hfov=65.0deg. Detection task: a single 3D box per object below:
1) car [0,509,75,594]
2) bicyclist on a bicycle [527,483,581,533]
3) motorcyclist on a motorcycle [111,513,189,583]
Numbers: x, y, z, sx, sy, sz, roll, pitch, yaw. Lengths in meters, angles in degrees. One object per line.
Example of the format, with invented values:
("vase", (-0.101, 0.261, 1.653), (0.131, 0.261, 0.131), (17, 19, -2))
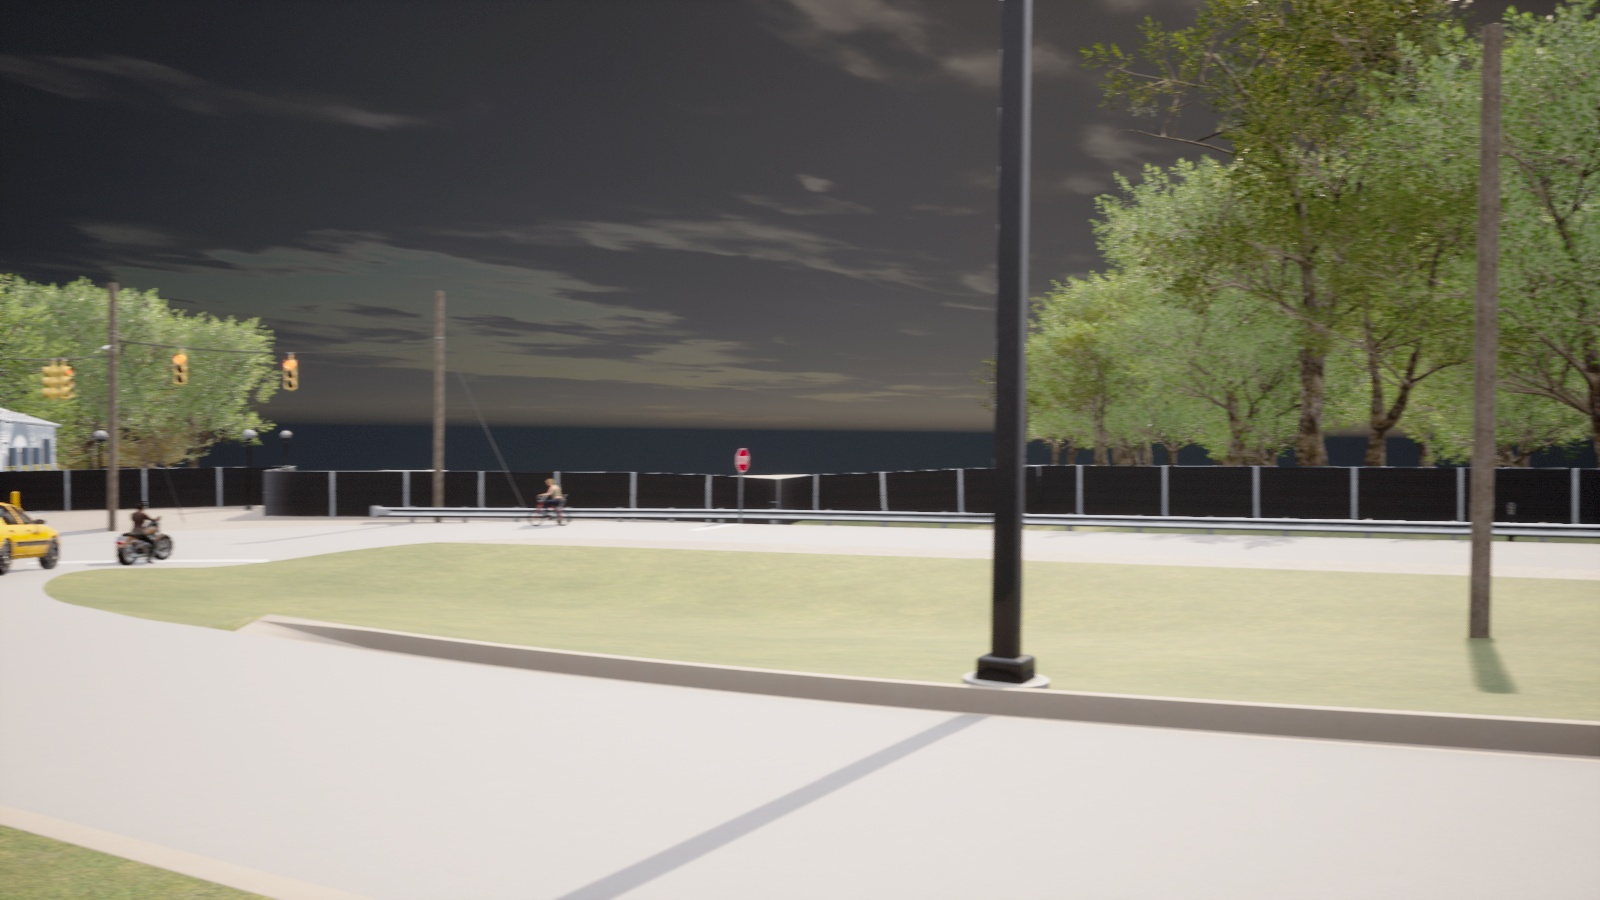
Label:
("car", (-16.220, 2.006, 24.971), (1.801, 1.575, 5.366), (-1, -3, -15))
("bicyclist on a bicycle", (-8.295, 1.951, 42.406), (1.509, 1.612, 0.866), (-2, 0, 10))
("motorcyclist on a motorcycle", (-17.035, 2.535, 32.975), (0.766, 1.649, 2.350), (-1, 0, 2))
